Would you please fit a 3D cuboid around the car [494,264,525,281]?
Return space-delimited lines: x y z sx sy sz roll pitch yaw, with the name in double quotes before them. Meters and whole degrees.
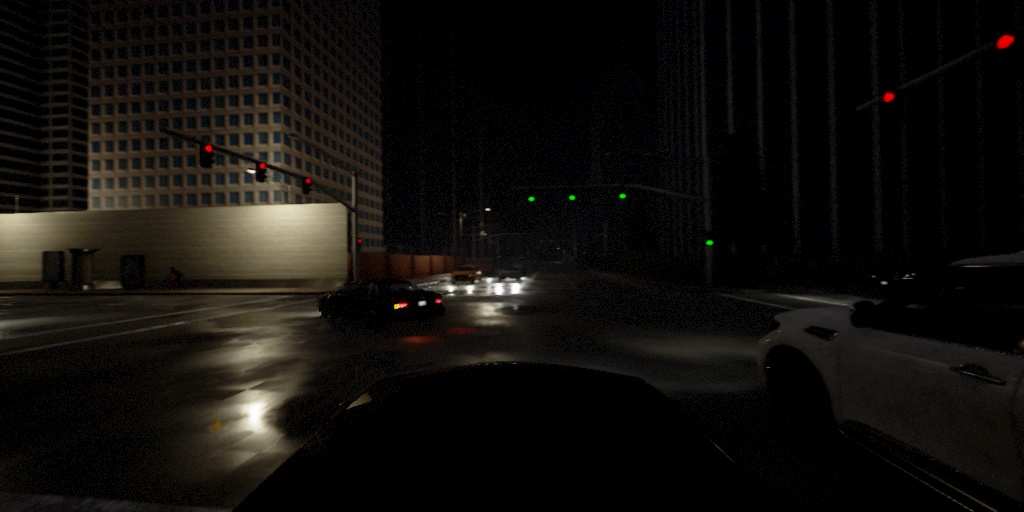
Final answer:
"car" -0.138 1.645 33.527 1.895 1.301 4.718 -1 -1 6

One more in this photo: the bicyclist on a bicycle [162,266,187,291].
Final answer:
"bicyclist on a bicycle" -23.146 1.531 24.604 0.582 1.620 1.656 -1 0 6

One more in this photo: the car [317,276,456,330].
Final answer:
"car" -4.459 1.432 11.800 5.357 1.411 2.033 -1 -1 41

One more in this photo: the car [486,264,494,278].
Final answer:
"car" -2.914 1.671 40.645 1.812 1.442 4.674 -1 -1 6

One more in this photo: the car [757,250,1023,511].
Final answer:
"car" 3.869 0.920 1.992 2.150 2.045 5.566 -1 0 6

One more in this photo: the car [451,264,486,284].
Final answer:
"car" -3.881 1.555 31.356 1.882 1.535 5.008 -1 0 6

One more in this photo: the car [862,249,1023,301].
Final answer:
"car" 19.016 0.788 15.400 5.566 2.045 2.150 -1 0 6

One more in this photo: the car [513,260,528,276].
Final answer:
"car" 0.805 1.601 42.541 2.128 1.511 4.902 -1 -1 6
